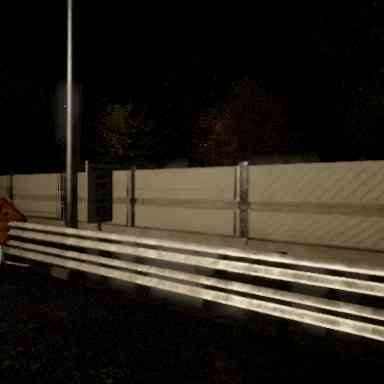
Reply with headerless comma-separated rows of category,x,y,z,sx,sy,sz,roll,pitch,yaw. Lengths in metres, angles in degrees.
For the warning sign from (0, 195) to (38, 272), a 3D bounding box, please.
warning sign,-4.943,1.031,8.675,1.060,1.860,1.300,0,1,35
